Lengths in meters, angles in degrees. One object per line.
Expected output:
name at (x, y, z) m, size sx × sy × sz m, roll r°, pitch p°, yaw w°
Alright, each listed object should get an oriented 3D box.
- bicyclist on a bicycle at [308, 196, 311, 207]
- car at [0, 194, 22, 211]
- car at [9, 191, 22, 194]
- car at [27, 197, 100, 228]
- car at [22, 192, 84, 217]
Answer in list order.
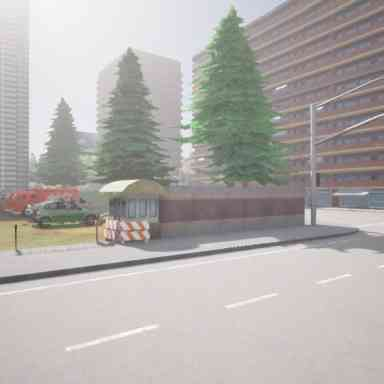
bicyclist on a bicycle at (16.709, 1.356, 46.520) m, size 1.656 × 1.620 × 0.582 m, roll 0°, pitch 0°, yaw -35°
car at (-24.986, 1.394, 43.773) m, size 4.193 × 1.474 × 1.816 m, roll 0°, pitch 0°, yaw -35°
car at (-26.258, 1.204, 46.298) m, size 3.866 × 1.878 × 1.905 m, roll 0°, pitch 0°, yaw -35°
car at (-7.965, 1.341, 21.106) m, size 3.988 × 1.617 × 1.851 m, roll 0°, pitch 0°, yaw -35°
car at (-9.978, 1.172, 25.162) m, size 4.605 × 1.855 × 1.932 m, roll 0°, pitch 0°, yaw -35°
